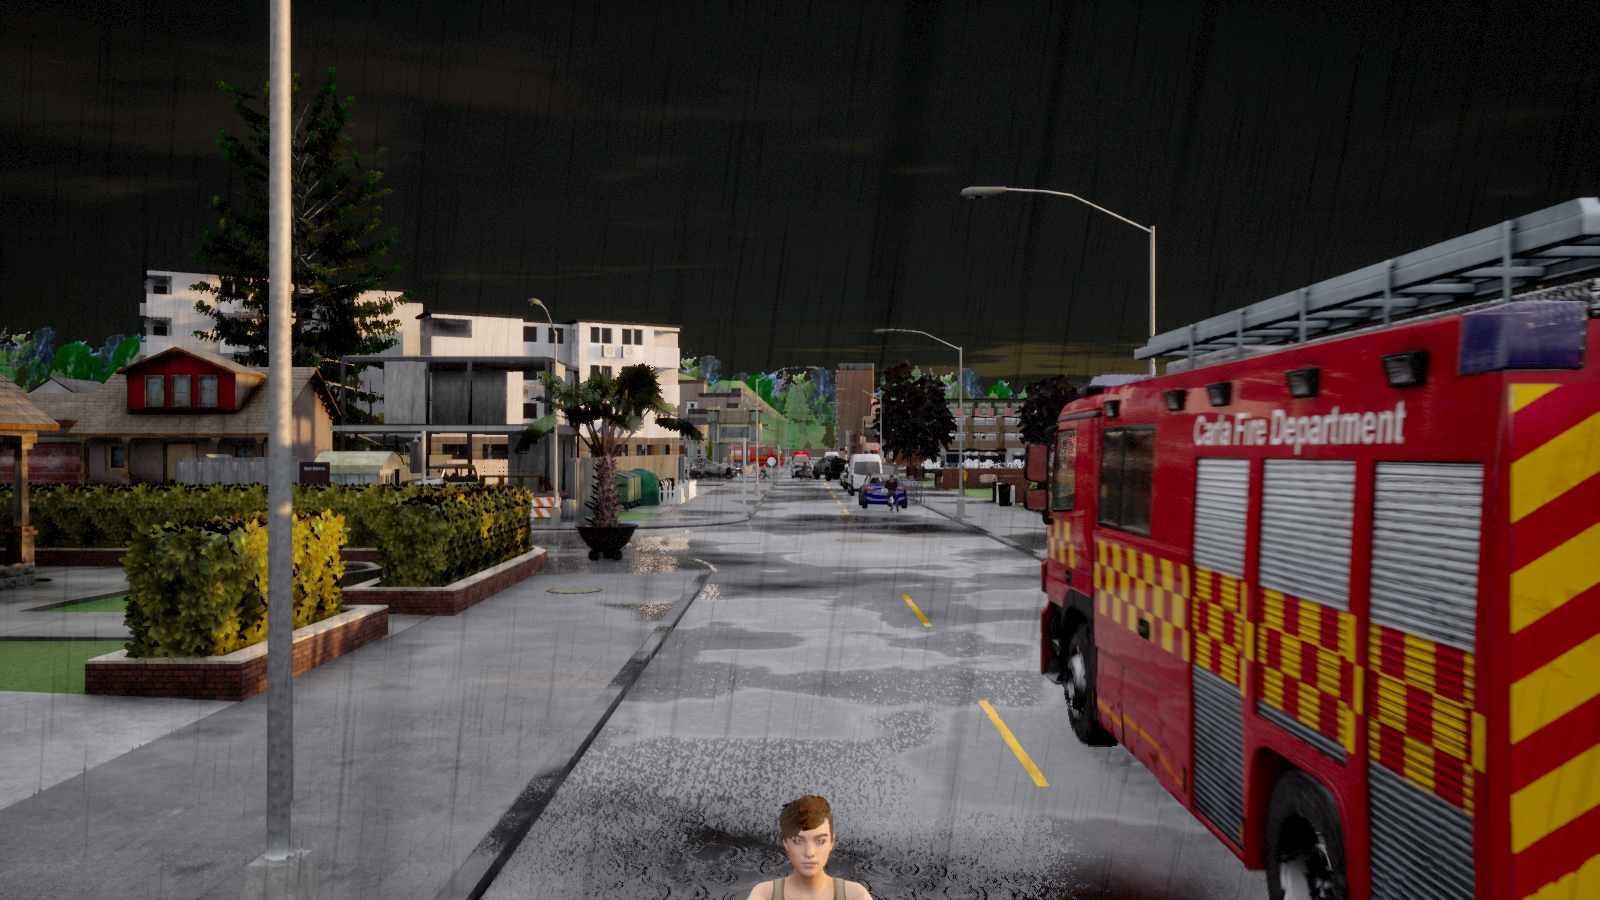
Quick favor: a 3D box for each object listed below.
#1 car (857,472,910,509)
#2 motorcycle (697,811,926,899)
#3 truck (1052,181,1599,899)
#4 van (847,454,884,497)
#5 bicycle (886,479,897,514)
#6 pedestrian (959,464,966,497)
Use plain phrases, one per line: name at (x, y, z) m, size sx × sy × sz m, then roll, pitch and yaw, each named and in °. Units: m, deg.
car at (4.046, 1.967, 56.171) m, size 2.242 × 1.667 × 4.611 m, roll 0°, pitch 0°, yaw 0°
motorcycle at (0.039, 2.155, 3.558) m, size 0.764 × 1.307 × 2.356 m, roll 0°, pitch 0°, yaw 0°
truck at (4.240, 0.890, 8.577) m, size 2.891 × 3.827 × 8.468 m, roll 0°, pitch 0°, yaw 1°
van at (4.045, 1.534, 71.355) m, size 1.988 × 2.561 × 5.915 m, roll 0°, pitch 0°, yaw 0°
bicycle at (4.077, 2.060, 50.936) m, size 0.329 × 1.471 × 1.835 m, roll 0°, pitch 0°, yaw 0°
pedestrian at (9.298, 1.744, 65.423) m, size 0.375 × 1.860 × 0.375 m, roll 0°, pitch 0°, yaw -1°
